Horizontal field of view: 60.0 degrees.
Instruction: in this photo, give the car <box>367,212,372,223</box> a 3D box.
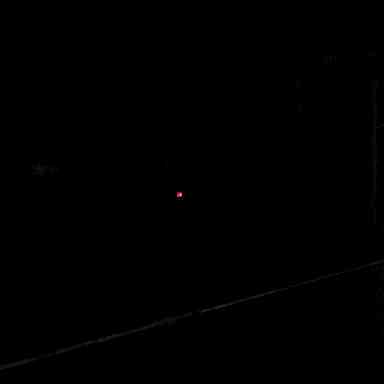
[{"bbox_3d":[10.490,1.510,23.895,1.812,1.442,4.674,0,0,-38],"label":"car"}]
